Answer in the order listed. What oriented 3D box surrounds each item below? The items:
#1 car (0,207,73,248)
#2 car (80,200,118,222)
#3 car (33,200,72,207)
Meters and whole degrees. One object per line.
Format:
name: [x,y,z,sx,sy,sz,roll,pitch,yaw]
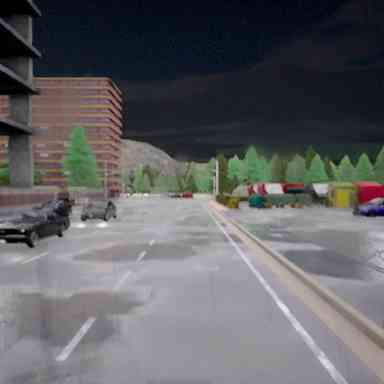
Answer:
car: [-7.084,1.542,14.664,1.895,1.301,4.718,0,0,0]
car: [-7.060,1.401,25.650,1.837,1.490,4.892,0,1,0]
car: [-10.560,1.391,25.037,2.128,1.511,4.902,0,0,0]
